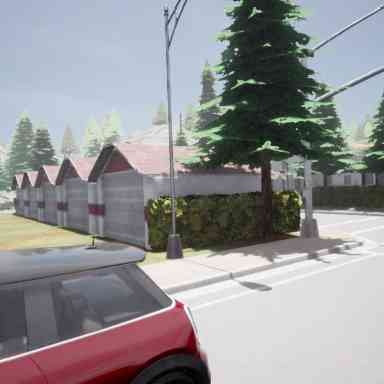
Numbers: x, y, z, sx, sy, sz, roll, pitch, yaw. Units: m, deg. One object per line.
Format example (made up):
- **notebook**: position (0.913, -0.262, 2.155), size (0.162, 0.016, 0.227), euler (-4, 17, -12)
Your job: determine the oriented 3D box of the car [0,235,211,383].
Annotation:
- **car**: position (-2.108, 1.355, 2.491), size (4.553, 1.767, 2.097), euler (-2, 1, -36)
